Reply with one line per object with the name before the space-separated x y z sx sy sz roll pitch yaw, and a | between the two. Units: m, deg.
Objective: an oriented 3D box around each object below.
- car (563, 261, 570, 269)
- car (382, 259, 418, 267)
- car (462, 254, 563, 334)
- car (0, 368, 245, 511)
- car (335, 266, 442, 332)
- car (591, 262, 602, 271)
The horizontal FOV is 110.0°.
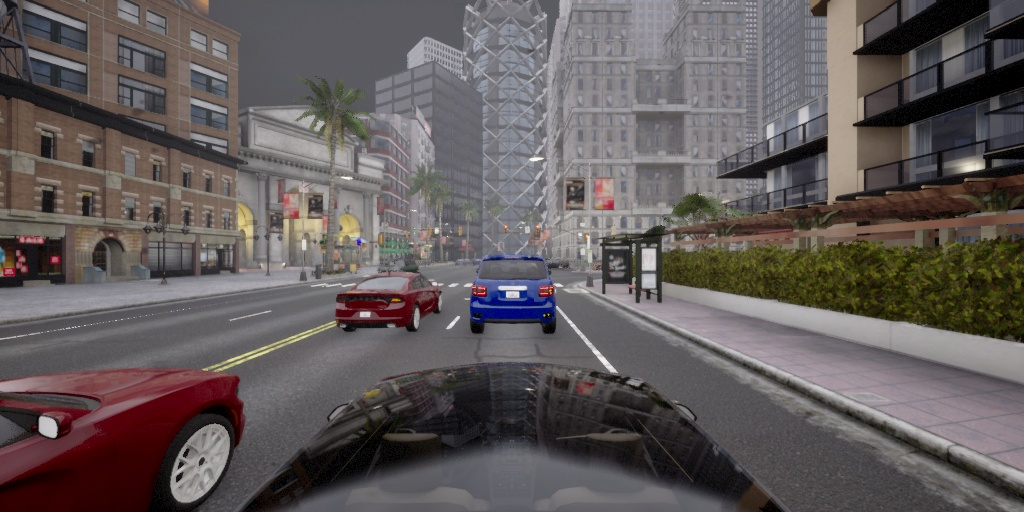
car | 6.093 1.228 52.998 5.008 1.535 1.882 0 1 26
car | -10.067 1.102 31.982 2.097 1.767 4.553 0 0 11
car | 0.052 0.971 10.823 2.150 2.045 5.566 0 0 1
car | -3.390 1.228 1.255 1.882 1.535 5.008 0 0 0
car | -3.443 1.228 10.932 1.882 1.535 5.008 0 0 0
car | 12.697 1.101 47.342 4.553 1.767 2.097 0 0 -2
